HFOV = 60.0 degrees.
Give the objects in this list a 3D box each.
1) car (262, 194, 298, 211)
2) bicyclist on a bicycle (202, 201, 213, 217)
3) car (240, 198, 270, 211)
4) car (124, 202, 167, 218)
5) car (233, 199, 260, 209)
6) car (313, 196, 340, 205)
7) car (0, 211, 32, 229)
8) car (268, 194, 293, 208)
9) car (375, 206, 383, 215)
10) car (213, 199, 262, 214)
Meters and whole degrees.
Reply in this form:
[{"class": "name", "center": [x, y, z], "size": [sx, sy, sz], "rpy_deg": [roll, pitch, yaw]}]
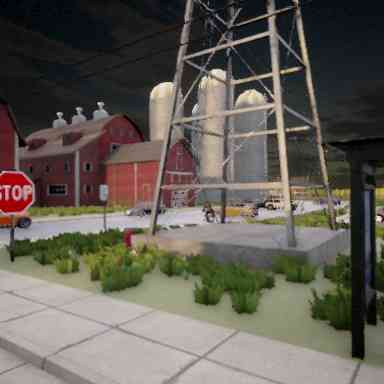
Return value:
[{"class": "car", "center": [11.129, 1.459, 41.907], "size": [3.866, 1.878, 1.905], "rpy_deg": [-1, 0, 35]}, {"class": "bicyclist on a bicycle", "center": [1.012, 1.412, 21.657], "size": [0.582, 1.620, 1.656], "rpy_deg": [0, -1, -21]}, {"class": "car", "center": [8.623, 1.676, 45.373], "size": [2.128, 1.511, 4.902], "rpy_deg": [-1, 0, 35]}, {"class": "car", "center": [-4.511, 1.707, 32.700], "size": [2.128, 1.511, 4.902], "rpy_deg": [-1, 0, 35]}, {"class": "car", "center": [8.447, 1.767, 51.385], "size": [2.033, 1.411, 5.357], "rpy_deg": [-1, 0, 35]}, {"class": "car", "center": [24.957, 1.629, 61.774], "size": [4.611, 1.667, 2.242], "rpy_deg": [-1, 0, 35]}, {"class": "car", "center": [-12.673, 1.566, 20.937], "size": [2.097, 1.767, 4.553], "rpy_deg": [-1, 0, 36]}, {"class": "car", "center": [14.459, 1.408, 53.949], "size": [2.150, 2.045, 5.566], "rpy_deg": [-1, 0, 35]}, {"class": "car", "center": [15.137, 1.536, 24.145], "size": [3.905, 1.438, 1.784], "rpy_deg": [-1, 0, 35]}, {"class": "car", "center": [3.896, 1.644, 30.514], "size": [4.193, 1.474, 1.816], "rpy_deg": [-1, 0, 35]}]
